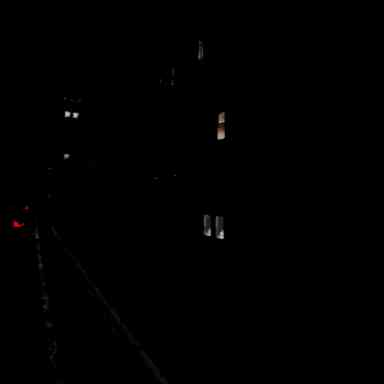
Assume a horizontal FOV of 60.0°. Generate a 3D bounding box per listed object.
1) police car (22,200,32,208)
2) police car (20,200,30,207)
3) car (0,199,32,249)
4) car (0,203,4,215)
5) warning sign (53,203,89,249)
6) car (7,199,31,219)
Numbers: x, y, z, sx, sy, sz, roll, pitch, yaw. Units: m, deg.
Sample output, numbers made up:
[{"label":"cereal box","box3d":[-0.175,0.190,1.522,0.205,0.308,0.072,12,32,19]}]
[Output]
[{"label":"police car","box3d":[-37.995,2.687,76.514,1.930,1.638,5.238,2,-2,-28]},{"label":"police car","box3d":[-42.863,2.822,85.348,1.930,1.638,5.238,2,-2,-29]},{"label":"car","box3d":[-8.884,1.460,15.561,2.150,2.045,5.566,2,-2,-25]},{"label":"car","box3d":[-25.720,2.144,43.009,2.033,1.411,5.357,2,-2,-25]},{"label":"warning sign","box3d":[-5.171,1.412,14.213,1.300,1.860,1.060,2,-2,-26]},{"label":"car","box3d":[-19.273,1.821,37.231,2.150,2.045,5.566,2,-1,-25]}]
